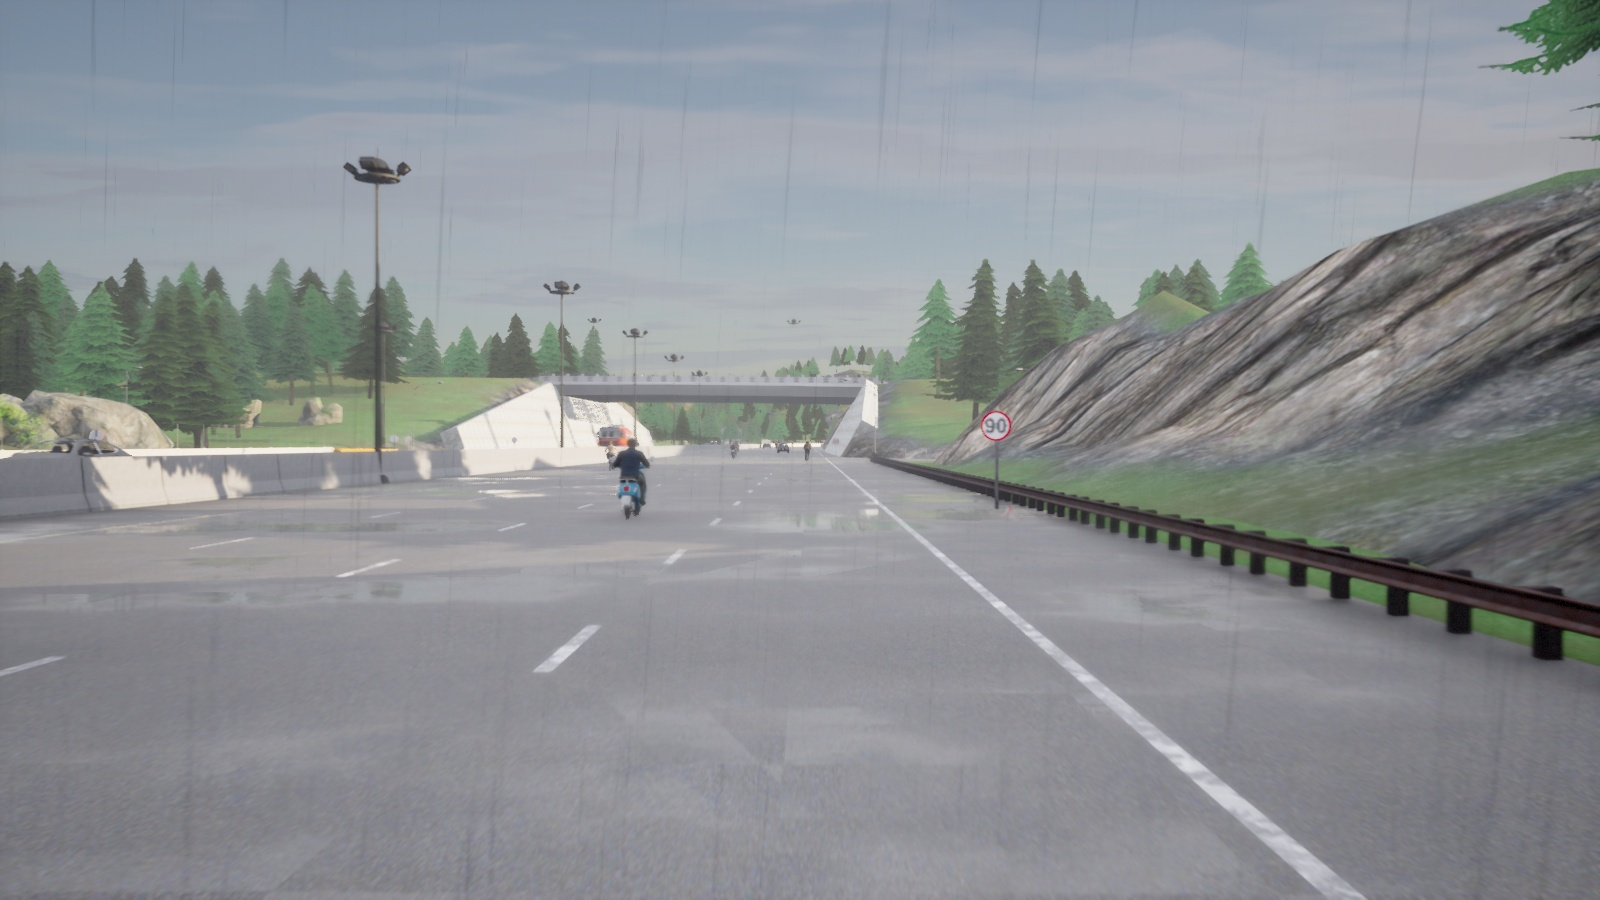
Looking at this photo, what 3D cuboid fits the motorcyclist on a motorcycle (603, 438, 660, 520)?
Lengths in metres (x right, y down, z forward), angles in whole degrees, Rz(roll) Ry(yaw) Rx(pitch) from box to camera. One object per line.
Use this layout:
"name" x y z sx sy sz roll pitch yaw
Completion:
"motorcyclist on a motorcycle" -3.342 0.556 25.066 0.866 1.590 1.817 0 0 0

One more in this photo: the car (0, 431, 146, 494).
"car" -20.784 0.309 35.316 2.152 1.651 5.027 0 0 0
